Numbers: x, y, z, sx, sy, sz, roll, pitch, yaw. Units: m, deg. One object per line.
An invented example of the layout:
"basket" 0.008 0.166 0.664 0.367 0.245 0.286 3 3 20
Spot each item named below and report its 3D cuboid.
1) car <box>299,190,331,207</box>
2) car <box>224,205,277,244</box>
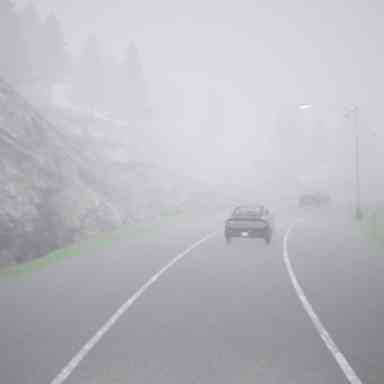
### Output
"car" 12.154 0.568 32.814 1.882 1.535 5.008 -2 2 38
"car" 2.724 1.340 15.044 2.128 1.511 4.902 -1 1 17
